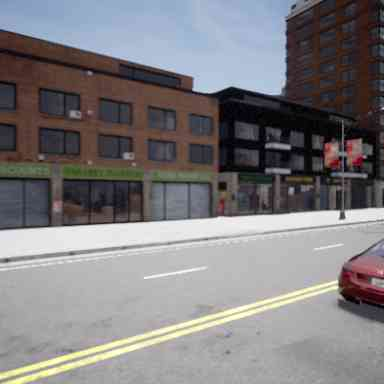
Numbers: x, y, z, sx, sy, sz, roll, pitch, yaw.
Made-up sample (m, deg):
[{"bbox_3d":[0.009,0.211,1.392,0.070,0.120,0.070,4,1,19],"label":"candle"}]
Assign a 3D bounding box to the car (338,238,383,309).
[{"bbox_3d":[4.938,1.555,6.961,4.181,1.385,1.994,0,0,-35],"label":"car"}]
